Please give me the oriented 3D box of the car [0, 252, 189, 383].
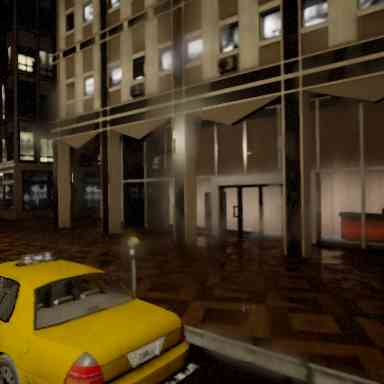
[{"bbox_3d":[-2.294,1.511,4.598,4.829,1.417,1.752,0,-1,37],"label":"car"}]
